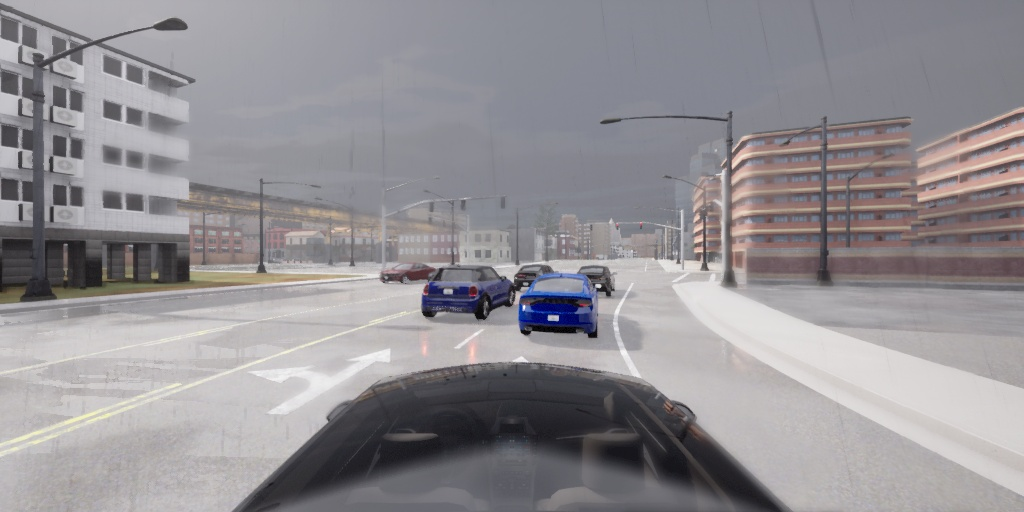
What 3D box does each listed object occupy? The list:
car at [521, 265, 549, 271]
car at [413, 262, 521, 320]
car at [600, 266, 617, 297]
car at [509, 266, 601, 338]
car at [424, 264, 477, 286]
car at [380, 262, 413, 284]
[{"bbox_3d":[1.571,1.255,21.432,1.837,1.490,4.892,0,0,20],"label":"car"},{"bbox_3d":[-1.362,1.102,12.945,2.097,1.767,4.553,0,0,16],"label":"car"},{"bbox_3d":[4.475,1.255,19.268,1.837,1.490,4.892,0,0,20],"label":"car"},{"bbox_3d":[1.516,1.228,10.356,1.882,1.535,5.008,0,0,14],"label":"car"},{"bbox_3d":[-4.348,1.326,26.025,1.994,1.385,4.181,0,0,21],"label":"car"},{"bbox_3d":[-7.742,1.230,26.955,1.882,1.535,5.008,0,0,21],"label":"car"}]
